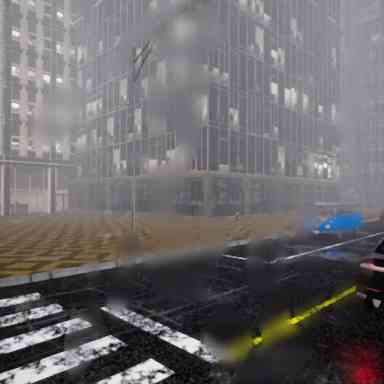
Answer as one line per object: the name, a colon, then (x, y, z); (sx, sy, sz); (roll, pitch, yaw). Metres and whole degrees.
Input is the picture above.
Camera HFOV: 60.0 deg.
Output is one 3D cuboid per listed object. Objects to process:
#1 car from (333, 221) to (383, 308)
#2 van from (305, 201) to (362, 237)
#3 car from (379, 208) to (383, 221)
car: (5.073, 1.502, 6.936); (4.902, 1.511, 2.128); (0, 0, -44)
van: (7.432, 1.393, 17.324); (3.998, 1.788, 1.690); (0, 0, -44)
car: (15.669, 1.606, 25.173); (4.507, 1.381, 1.887); (0, 0, -44)
